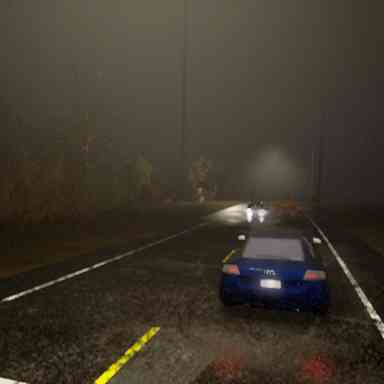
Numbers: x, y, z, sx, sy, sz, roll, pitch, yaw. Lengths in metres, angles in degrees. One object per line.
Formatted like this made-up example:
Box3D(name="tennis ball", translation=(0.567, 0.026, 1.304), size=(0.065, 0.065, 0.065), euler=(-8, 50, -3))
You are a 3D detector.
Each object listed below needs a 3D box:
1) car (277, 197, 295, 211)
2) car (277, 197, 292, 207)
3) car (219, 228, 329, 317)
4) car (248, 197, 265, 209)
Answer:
Box3D(name="car", translation=(10.630, 1.263, 37.603), size=(1.882, 1.535, 5.008), euler=(0, 0, 15))
Box3D(name="car", translation=(13.075, 1.348, 47.362), size=(1.895, 1.301, 4.718), euler=(0, 0, 13))
Box3D(name="car", translation=(1.938, 1.518, 7.568), size=(1.994, 1.385, 4.181), euler=(0, 0, 17))
Box3D(name="car", translation=(8.210, 1.369, 42.347), size=(1.895, 1.301, 4.718), euler=(0, 0, 14))
